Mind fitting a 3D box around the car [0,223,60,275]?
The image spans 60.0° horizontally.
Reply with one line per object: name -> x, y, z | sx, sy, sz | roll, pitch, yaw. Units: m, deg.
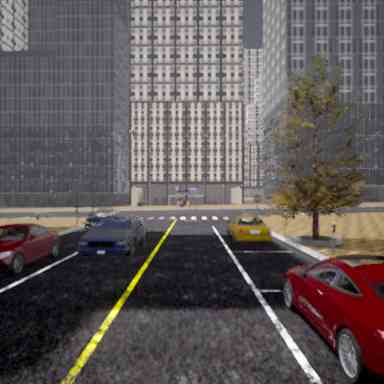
car -> -5.690, 1.696, 10.757 | 1.802, 1.307, 4.206 | -1, -1, 0

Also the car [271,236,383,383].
car -> 2.687, 1.639, 5.192 | 1.802, 1.307, 4.206 | -1, -1, 0

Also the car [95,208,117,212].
car -> -5.683, 1.782, 21.876 | 2.008, 1.369, 4.403 | -1, -1, 0

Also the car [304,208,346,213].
car -> 14.707, 1.652, 38.285 | 5.357, 1.411, 2.033 | -1, 0, 1

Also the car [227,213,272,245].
car -> 2.694, 1.701, 16.482 | 1.752, 1.417, 4.829 | -1, -1, 0

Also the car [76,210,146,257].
car -> -3.086, 1.696, 13.957 | 2.033, 1.411, 5.357 | 0, -1, 0
